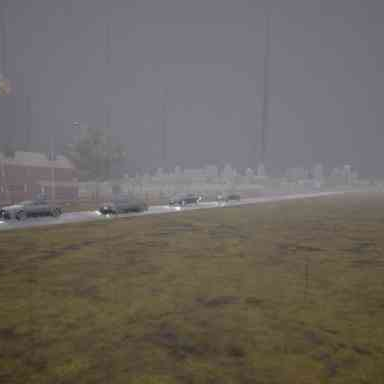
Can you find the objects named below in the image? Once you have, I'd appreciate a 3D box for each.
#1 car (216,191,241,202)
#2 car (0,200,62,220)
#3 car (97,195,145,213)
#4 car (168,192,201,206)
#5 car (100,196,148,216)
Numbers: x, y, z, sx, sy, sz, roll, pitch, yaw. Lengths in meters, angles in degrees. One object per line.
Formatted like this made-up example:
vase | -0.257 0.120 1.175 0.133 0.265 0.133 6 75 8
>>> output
car | 5.314 0.596 48.403 2.128 1.511 4.902 1 2 37
car | -11.925 1.267 24.736 1.994 1.385 4.181 1 2 34
car | -6.730 1.090 31.872 1.994 1.385 4.181 1 2 36
car | -0.846 0.827 39.976 1.837 1.490 4.892 1 2 36
car | -5.725 1.189 28.239 1.994 1.385 4.181 1 2 36
